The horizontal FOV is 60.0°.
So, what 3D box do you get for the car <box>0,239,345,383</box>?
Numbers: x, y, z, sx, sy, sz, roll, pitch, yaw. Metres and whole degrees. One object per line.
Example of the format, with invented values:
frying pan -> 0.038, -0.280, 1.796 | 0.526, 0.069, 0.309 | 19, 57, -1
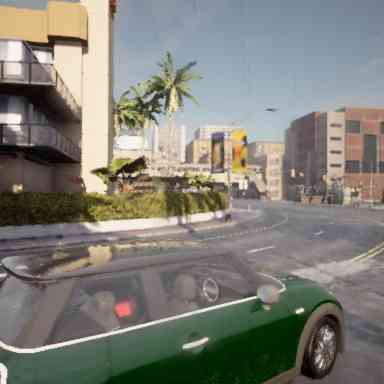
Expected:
car -> -0.143, 1.367, 3.972 | 4.553, 1.767, 2.097 | 0, 0, -37
